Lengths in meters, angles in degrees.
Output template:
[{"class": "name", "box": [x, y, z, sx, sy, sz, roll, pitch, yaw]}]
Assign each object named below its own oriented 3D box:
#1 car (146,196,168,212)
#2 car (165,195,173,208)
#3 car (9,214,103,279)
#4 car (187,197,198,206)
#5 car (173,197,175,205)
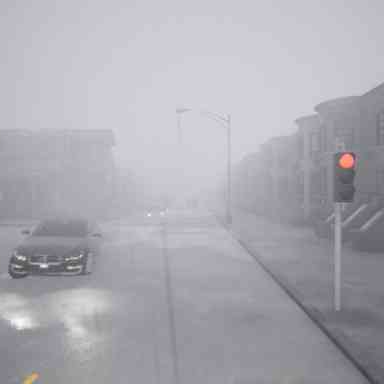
[{"class": "car", "box": [-4.147, 1.526, 39.413, 1.812, 1.442, 4.674, 0, 0, -1]}, {"class": "car", "box": [-4.146, 1.505, 48.599, 1.837, 1.490, 4.892, 0, 0, 0]}, {"class": "car", "box": [-3.852, 1.507, 10.245, 1.837, 1.490, 4.892, 3, -1, -9]}, {"class": "car", "box": [0.045, 1.547, 53.624, 2.033, 1.411, 5.357, 0, 0, 0]}, {"class": "car", "box": [-4.127, 1.352, 58.392, 2.097, 1.767, 4.553, 0, 0, 0]}]
